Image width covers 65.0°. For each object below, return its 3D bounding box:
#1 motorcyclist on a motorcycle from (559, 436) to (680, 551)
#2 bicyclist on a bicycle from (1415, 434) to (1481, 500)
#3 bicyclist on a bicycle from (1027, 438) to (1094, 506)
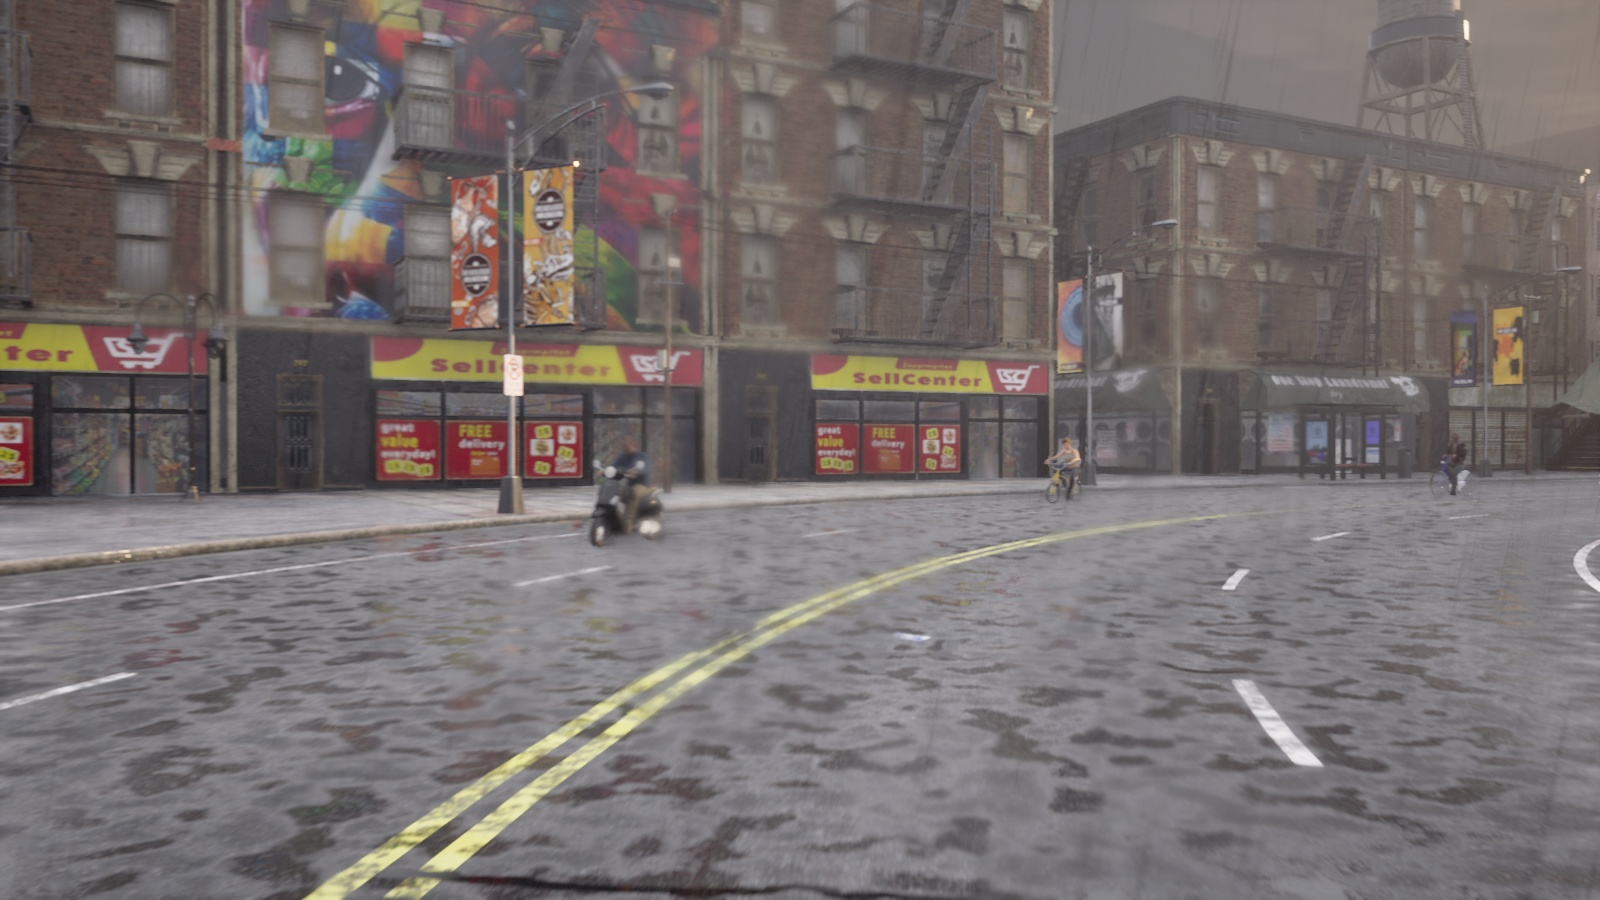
[{"bbox_3d":[-2.618,0.592,18.391,0.866,1.590,1.817,1,1,27],"label":"motorcyclist on a motorcycle"},{"bbox_3d":[17.755,0.452,34.401,1.843,1.776,0.659,0,0,-29],"label":"bicyclist on a bicycle"},{"bbox_3d":[6.355,0.521,30.579,1.509,1.612,0.866,0,1,-43],"label":"bicyclist on a bicycle"}]
